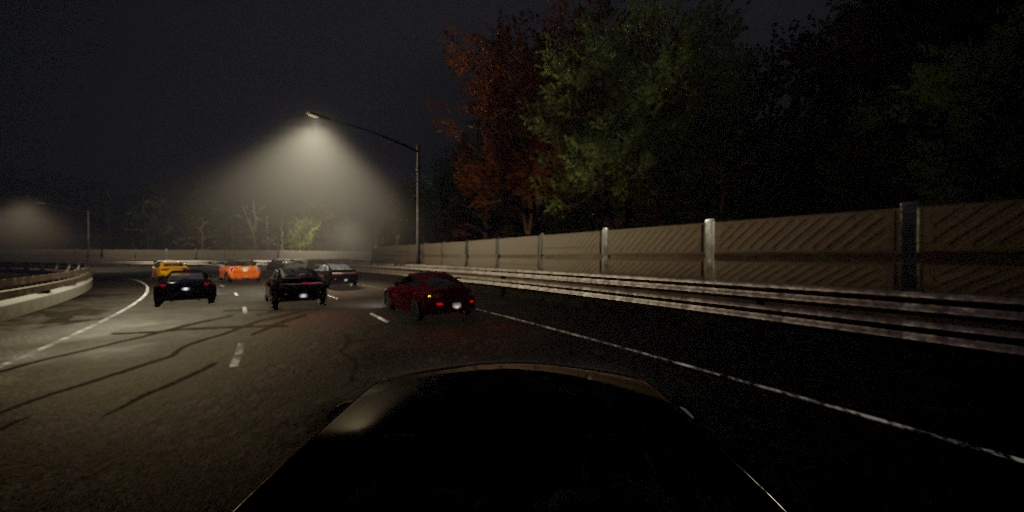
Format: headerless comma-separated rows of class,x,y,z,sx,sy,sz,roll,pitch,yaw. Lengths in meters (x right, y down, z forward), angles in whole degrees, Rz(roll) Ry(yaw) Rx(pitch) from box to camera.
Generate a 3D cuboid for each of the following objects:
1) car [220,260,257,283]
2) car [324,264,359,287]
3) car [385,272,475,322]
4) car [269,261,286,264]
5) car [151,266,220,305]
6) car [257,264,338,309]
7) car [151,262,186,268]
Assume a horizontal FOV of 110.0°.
car,-21.723,1.101,28.505,4.553,1.767,2.097,0,0,43
car,-11.615,1.244,23.358,2.128,1.511,4.902,0,0,-42
car,-2.954,1.278,12.457,1.812,1.442,4.674,0,0,-35
car,-32.654,1.316,49.927,1.994,1.385,4.181,0,0,-26
car,-14.563,1.312,16.107,1.994,1.385,4.181,0,0,-40
car,-9.187,1.242,15.107,2.128,1.511,4.902,0,0,-38
car,-27.688,1.223,29.081,5.008,1.535,1.882,0,0,40
